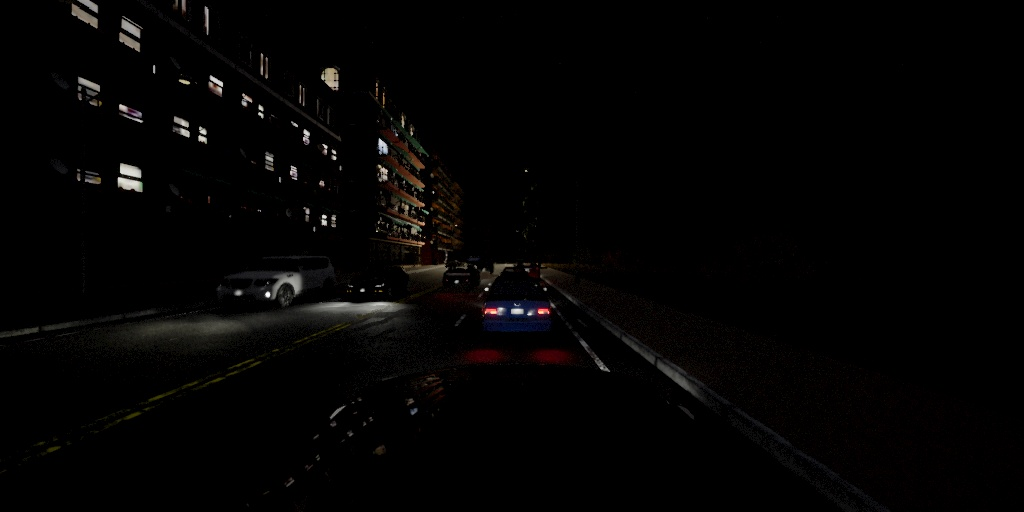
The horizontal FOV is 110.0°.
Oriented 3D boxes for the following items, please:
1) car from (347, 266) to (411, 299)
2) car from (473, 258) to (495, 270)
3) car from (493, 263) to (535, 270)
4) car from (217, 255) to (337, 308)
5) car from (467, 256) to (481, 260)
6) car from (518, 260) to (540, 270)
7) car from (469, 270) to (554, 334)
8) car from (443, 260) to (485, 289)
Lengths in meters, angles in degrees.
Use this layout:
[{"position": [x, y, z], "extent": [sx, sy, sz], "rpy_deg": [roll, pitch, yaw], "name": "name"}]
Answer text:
[{"position": [-6.572, 1.257, 18.185], "extent": [1.837, 1.490, 4.892], "rpy_deg": [0, 0, 0], "name": "car"}, {"position": [-3.076, 1.258, 41.701], "extent": [1.837, 1.490, 4.892], "rpy_deg": [0, 0, 0], "name": "car"}, {"position": [0.128, 1.317, 20.946], "extent": [1.994, 1.385, 4.181], "rpy_deg": [0, 0, 1], "name": "car"}, {"position": [-9.826, 0.974, 15.641], "extent": [2.150, 2.045, 5.566], "rpy_deg": [0, 0, 0], "name": "car"}, {"position": [-6.461, 0.977, 61.820], "extent": [2.150, 2.045, 5.566], "rpy_deg": [0, 0, 1], "name": "car"}, {"position": [1.188, 1.105, 29.880], "extent": [2.097, 1.767, 4.553], "rpy_deg": [0, 0, 0], "name": "car"}, {"position": [0.117, 1.299, 10.613], "extent": [2.033, 1.411, 5.357], "rpy_deg": [0, 0, 0], "name": "car"}, {"position": [-3.113, 1.244, 22.720], "extent": [2.128, 1.511, 4.902], "rpy_deg": [0, 0, 0], "name": "car"}]
